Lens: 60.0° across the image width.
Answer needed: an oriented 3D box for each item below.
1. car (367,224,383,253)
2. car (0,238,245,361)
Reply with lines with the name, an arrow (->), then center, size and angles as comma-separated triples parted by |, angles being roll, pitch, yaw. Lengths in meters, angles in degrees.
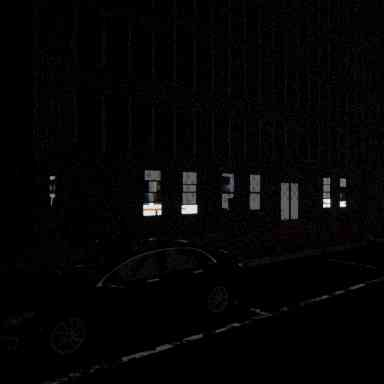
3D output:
car -> 8.243, 1.586, 12.448 | 4.206, 1.307, 1.802 | 0, 0, -36
car -> -1.022, 1.551, 5.832 | 4.403, 1.369, 2.008 | 0, 0, -36
